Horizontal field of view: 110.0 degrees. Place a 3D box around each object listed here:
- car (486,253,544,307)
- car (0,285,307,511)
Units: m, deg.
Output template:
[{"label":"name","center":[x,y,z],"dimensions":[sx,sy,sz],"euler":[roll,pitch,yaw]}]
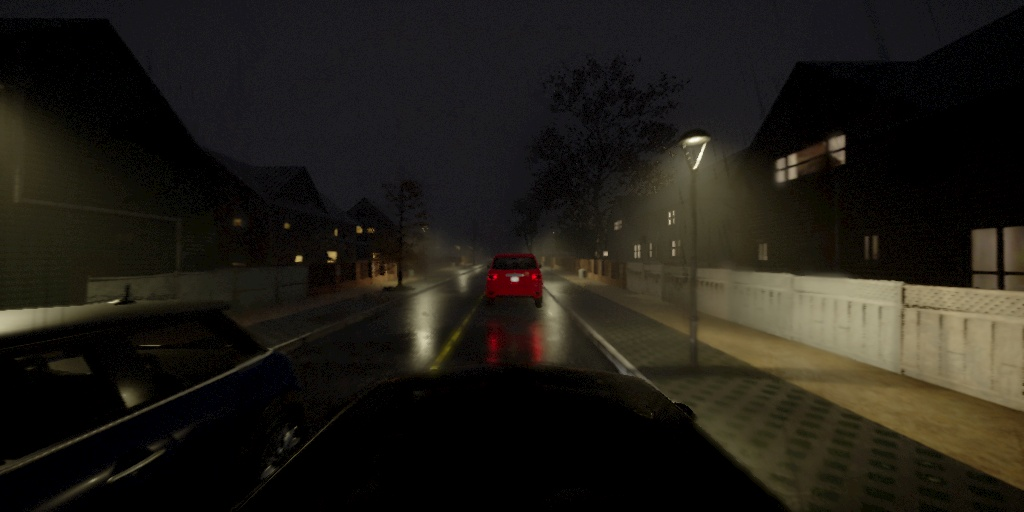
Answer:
[{"label":"car","center":[0.101,0.894,15.101],"dimensions":[2.150,2.045,5.566],"euler":[0,0,0]},{"label":"car","center":[-2.850,1.106,1.238],"dimensions":[2.097,1.767,4.553],"euler":[0,0,0]}]
